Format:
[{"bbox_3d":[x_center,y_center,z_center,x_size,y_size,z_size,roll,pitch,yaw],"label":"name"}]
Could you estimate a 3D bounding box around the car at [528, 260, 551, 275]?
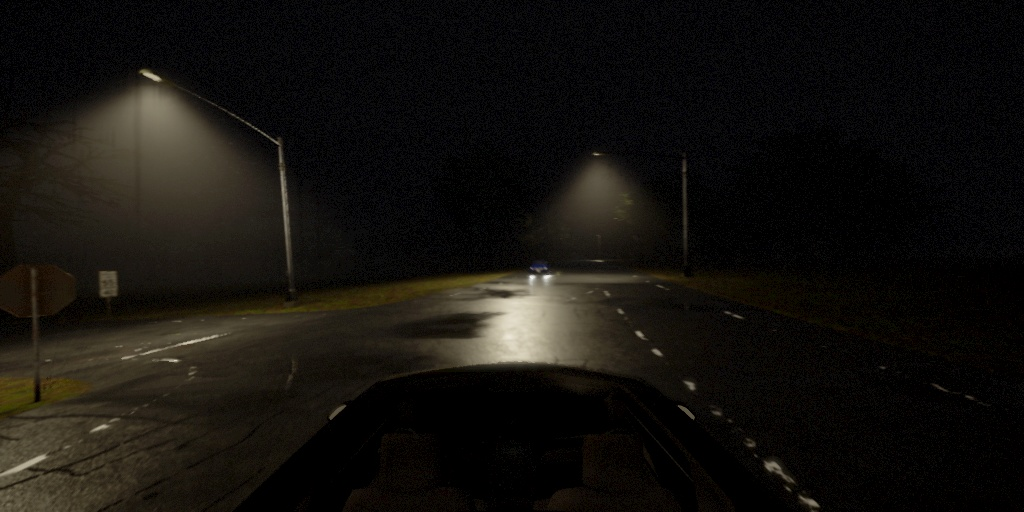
[{"bbox_3d":[2.987,1.168,37.294,1.812,1.442,4.674,-1,0,10],"label":"car"}]
